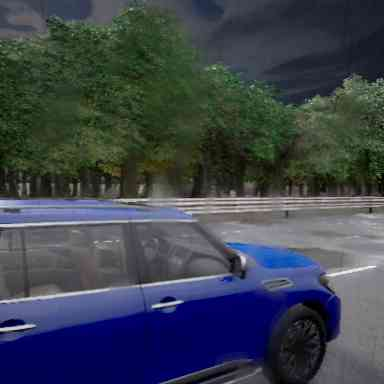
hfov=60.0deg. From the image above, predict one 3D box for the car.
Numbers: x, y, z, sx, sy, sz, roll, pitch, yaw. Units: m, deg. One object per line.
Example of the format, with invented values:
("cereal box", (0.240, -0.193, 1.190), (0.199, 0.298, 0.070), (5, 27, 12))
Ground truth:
("car", (-0.840, 1.102, 3.591), (5.566, 2.045, 2.150), (0, 2, -32))
